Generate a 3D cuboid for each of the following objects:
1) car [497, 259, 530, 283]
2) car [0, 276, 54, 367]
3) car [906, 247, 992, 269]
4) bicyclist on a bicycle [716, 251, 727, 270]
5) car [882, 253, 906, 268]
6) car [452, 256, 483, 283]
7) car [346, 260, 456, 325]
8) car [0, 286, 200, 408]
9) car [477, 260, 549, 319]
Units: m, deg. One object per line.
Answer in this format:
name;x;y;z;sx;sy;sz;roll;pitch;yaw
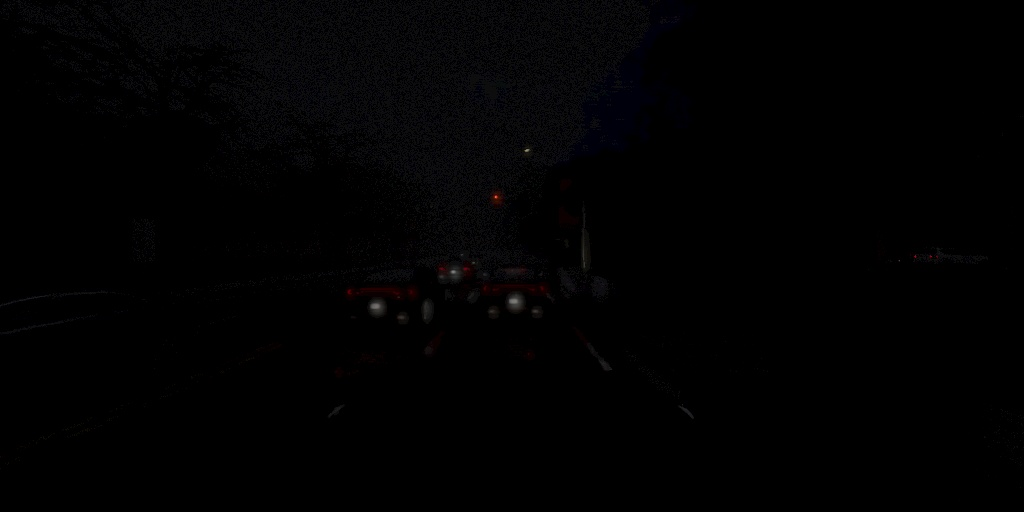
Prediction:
car;0.085;0.893;23.114;1.895;1.301;4.718;0;1;0
car;-9.849;1.184;4.408;2.128;1.511;4.902;0;1;0
car;41.597;0.234;33.980;5.566;2.045;2.150;1;1;1
bicyclist on a bicycle;18.129;0.404;31.036;0.582;1.620;1.656;0;1;0
car;41.073;0.450;36.832;4.902;1.511;2.128;0;1;0
car;-3.171;0.876;22.174;1.994;1.385;4.181;0;1;0
car;-3.160;1.029;10.926;1.882;1.535;5.008;0;1;0
car;-6.599;1.183;4.429;2.128;1.511;4.902;0;1;0
car;0.093;1.009;11.837;1.882;1.535;5.008;0;1;0
